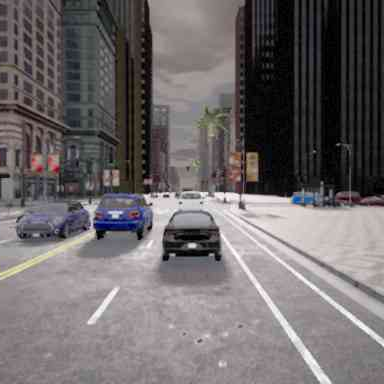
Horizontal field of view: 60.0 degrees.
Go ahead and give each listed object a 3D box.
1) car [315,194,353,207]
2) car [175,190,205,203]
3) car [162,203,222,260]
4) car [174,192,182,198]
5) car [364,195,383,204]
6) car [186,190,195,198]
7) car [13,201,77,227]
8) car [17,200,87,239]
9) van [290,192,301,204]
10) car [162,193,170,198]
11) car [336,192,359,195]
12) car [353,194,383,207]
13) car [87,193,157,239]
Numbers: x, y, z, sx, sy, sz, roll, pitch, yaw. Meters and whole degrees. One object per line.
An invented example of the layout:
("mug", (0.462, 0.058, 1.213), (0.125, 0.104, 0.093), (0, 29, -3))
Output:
("car", (16.842, 1.218, 40.994), (4.403, 1.369, 2.008), (0, 1, 0))
("car", (-0.075, 1.017, 28.226), (2.150, 2.045, 5.566), (0, 0, 0))
("car", (-0.008, 1.391, 12.147), (1.882, 1.535, 5.008), (0, 0, 0))
("car", (-3.682, 0.840, 89.620), (1.837, 1.490, 4.892), (0, 0, 0))
("car", (28.157, 1.128, 49.570), (4.206, 1.307, 1.802), (0, 1, 0))
("car", (-0.431, 0.542, 89.245), (2.150, 2.045, 5.566), (0, 0, 0))
("car", (-9.984, 1.408, 23.164), (2.033, 1.411, 5.357), (0, 0, 0))
("car", (-6.722, 1.250, 16.578), (2.097, 1.767, 4.553), (0, 0, 0))
("van", (16.801, 0.924, 49.516), (3.998, 1.788, 1.690), (0, 1, 0))
("car", (-6.930, 0.990, 89.389), (1.895, 1.301, 4.718), (0, 0, 0))
("car", (22.478, 0.879, 49.541), (5.009, 1.841, 2.192), (0, 1, 0))
("car", (22.520, 1.230, 41.020), (4.206, 1.307, 1.802), (0, 1, 0))
("car", (-3.280, 1.109, 16.869), (2.150, 2.045, 5.566), (0, 0, 0))
